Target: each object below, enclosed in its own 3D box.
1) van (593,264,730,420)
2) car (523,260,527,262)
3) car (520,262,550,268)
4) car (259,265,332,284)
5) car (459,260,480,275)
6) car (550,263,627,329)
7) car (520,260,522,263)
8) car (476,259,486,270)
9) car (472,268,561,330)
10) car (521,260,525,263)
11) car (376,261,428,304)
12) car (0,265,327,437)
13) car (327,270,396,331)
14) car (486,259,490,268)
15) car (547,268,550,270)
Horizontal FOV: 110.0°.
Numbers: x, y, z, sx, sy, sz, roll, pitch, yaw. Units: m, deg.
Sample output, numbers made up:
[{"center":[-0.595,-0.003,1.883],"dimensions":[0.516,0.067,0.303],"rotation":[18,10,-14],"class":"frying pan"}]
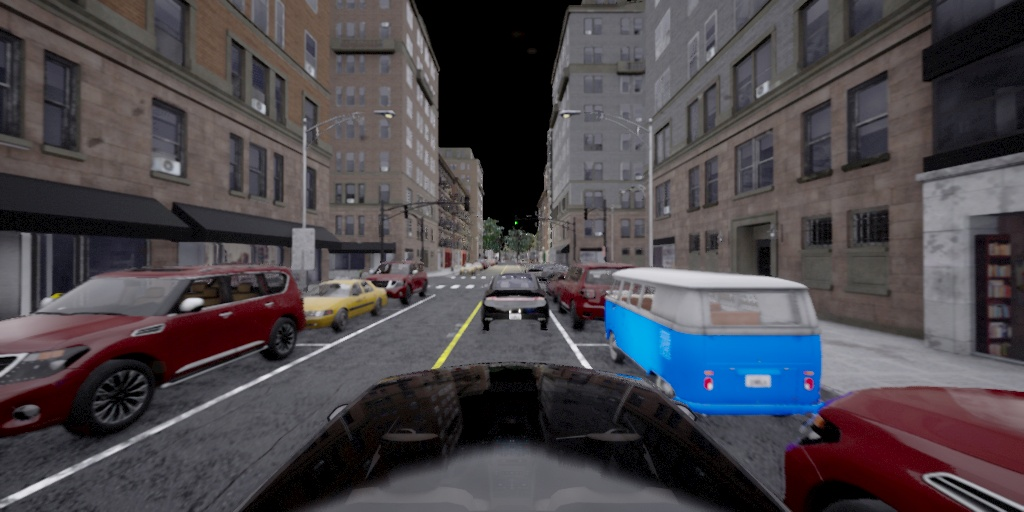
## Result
[{"center":[2.639,1.115,5.690],"dimensions":[1.690,1.789,3.998],"rotation":[0,0,0],"class":"van"},{"center":[2.663,1.555,44.056],"dimensions":[2.007,1.370,4.403],"rotation":[0,0,0],"class":"car"},{"center":[3.368,1.380,27.548],"dimensions":[4.902,1.511,2.128],"rotation":[-1,-1,-38],"class":"car"},{"center":[-17.561,1.490,29.225],"dimensions":[4.892,1.490,1.837],"rotation":[0,0,0],"class":"car"},{"center":[-5.391,1.529,43.890],"dimensions":[1.751,1.417,4.829],"rotation":[0,0,0],"class":"car"},{"center":[2.643,1.123,11.369],"dimensions":[2.192,1.841,5.009],"rotation":[0,0,0],"class":"car"},{"center":[2.669,1.621,55.019],"dimensions":[2.007,1.370,4.403],"rotation":[0,0,0],"class":"car"},{"center":[-5.380,1.596,54.853],"dimensions":[1.751,1.417,4.829],"rotation":[0,0,0],"class":"car"},{"center":[0.092,1.301,11.350],"dimensions":[2.128,1.511,4.902],"rotation":[0,0,0],"class":"car"},{"center":[2.666,1.583,49.537],"dimensions":[1.888,1.381,4.507],"rotation":[0,0,0],"class":"car"},{"center":[-5.392,1.157,17.053],"dimensions":[2.192,1.841,5.009],"rotation":[0,0,0],"class":"car"},{"center":[-5.397,1.089,5.697],"dimensions":[2.192,1.841,5.009],"rotation":[0,0,0],"class":"car"},{"center":[-5.395,1.334,11.204],"dimensions":[1.751,1.417,4.829],"rotation":[0,0,0],"class":"car"},{"center":[-5.375,1.419,60.506],"dimensions":[2.192,1.841,5.009],"rotation":[0,0,0],"class":"car"},{"center":[2.646,1.424,17.048],"dimensions":[1.802,1.307,4.207],"rotation":[0,0,0],"class":"car"}]
